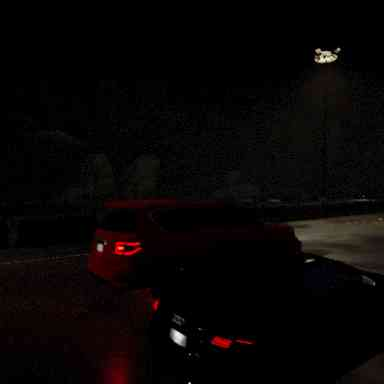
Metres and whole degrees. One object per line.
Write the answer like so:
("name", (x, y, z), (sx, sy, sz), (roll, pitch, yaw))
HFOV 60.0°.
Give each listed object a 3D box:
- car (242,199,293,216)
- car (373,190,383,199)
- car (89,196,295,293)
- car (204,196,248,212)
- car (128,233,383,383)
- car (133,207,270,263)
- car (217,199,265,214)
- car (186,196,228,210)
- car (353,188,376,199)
("car", (6.998, 1.397, 30.472), (4.718, 1.301, 1.895), (-1, 1, -35))
("car", (34.331, 0.586, 58.436), (4.181, 1.385, 1.994), (-2, 1, -35))
("car", (0.314, 1.196, 8.282), (5.566, 2.045, 2.150), (-1, 0, -36))
("car", (3.828, 1.287, 36.806), (4.892, 1.490, 1.837), (-1, 1, -35))
("car", (1.477, 1.545, 4.799), (4.181, 1.385, 1.994), (0, 0, -35))
("car", (0.469, 1.447, 12.677), (4.902, 1.511, 2.128), (-1, 0, -36))
("car", (4.960, 1.397, 33.317), (4.718, 1.301, 1.895), (-1, 1, -35))
("car", (1.794, 1.287, 39.654), (4.892, 1.490, 1.837), (-1, 1, -35))
("car", (31.842, 0.267, 60.960), (5.566, 2.045, 2.150), (-2, 1, -35))
